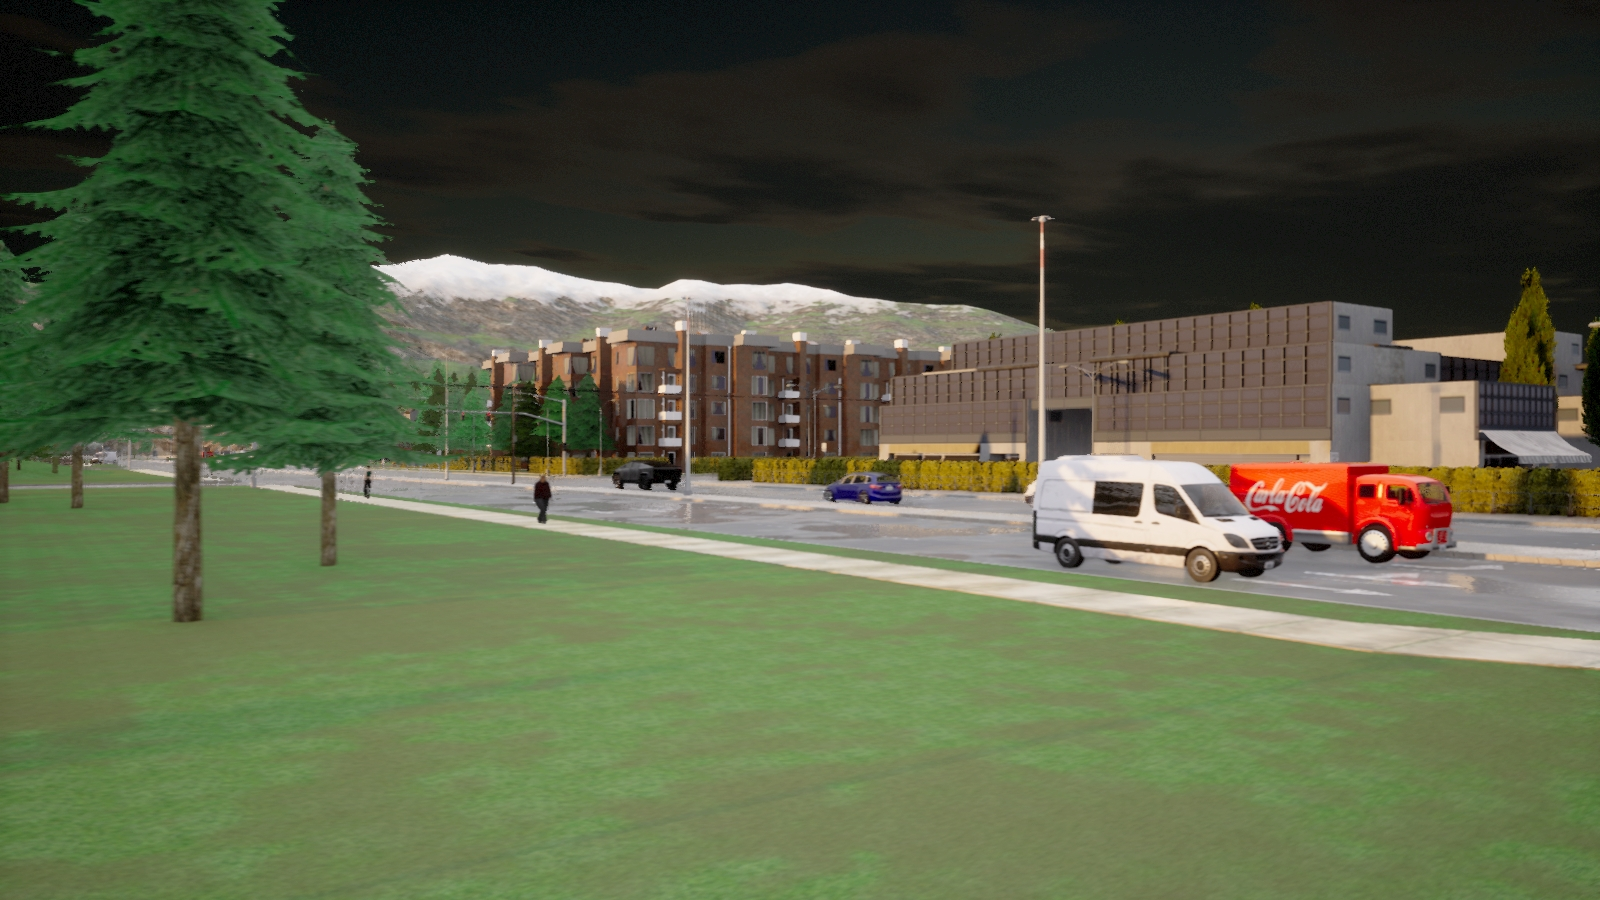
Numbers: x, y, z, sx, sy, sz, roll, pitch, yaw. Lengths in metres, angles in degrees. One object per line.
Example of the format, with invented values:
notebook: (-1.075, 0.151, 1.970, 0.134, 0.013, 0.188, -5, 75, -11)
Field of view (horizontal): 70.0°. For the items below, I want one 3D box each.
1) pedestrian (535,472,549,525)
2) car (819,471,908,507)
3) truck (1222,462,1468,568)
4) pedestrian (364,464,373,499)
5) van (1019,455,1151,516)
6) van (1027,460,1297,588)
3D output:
pedestrian: (-9.111, 1.696, 40.336, 0.375, 1.860, 0.375, 0, 0, -35)
car: (3.231, 1.966, 59.027, 2.242, 1.667, 4.611, 0, 0, -35)
truck: (14.153, 1.567, 29.979, 2.627, 2.467, 5.204, 0, 0, -36)
pedestrian: (-23.237, 1.696, 61.509, 0.375, 1.860, 0.375, 0, 0, -35)
van: (12.761, 1.533, 51.644, 1.988, 2.561, 5.915, 0, 0, -36)
van: (8.141, 1.534, 26.346, 1.988, 2.561, 5.915, 0, 0, -36)
